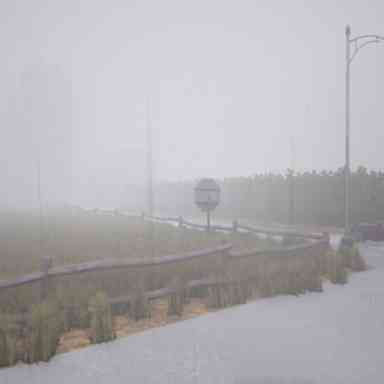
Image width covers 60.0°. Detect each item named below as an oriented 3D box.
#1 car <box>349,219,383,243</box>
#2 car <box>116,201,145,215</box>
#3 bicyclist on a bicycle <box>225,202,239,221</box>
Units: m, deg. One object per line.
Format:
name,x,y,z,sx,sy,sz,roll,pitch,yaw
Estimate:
car,9.334,1.692,14.748,1.812,1.442,4.674,1,-1,-36
car,-6.997,1.825,37.388,1.837,1.490,4.892,1,-1,-36
bicyclist on a bicycle,3.451,1.634,28.371,1.656,1.620,0.582,0,-1,-36
